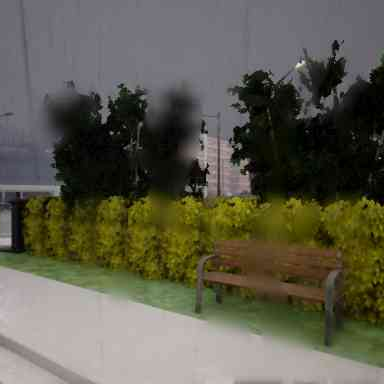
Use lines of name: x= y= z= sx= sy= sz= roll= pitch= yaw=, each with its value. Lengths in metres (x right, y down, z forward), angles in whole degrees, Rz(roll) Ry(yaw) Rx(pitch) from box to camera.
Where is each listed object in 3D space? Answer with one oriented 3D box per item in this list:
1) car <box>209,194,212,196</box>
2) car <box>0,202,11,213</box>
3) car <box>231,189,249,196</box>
car: x=1.927 y=0.843 z=62.260 sx=2.128 sy=1.511 sz=4.902 roll=0 pitch=1 yaw=35
car: x=-21.690 y=1.521 z=34.736 sx=2.033 sy=1.411 sz=5.357 roll=0 pitch=0 yaw=35
car: x=10.858 y=0.376 z=74.877 sx=2.150 sy=2.045 sz=5.566 roll=0 pitch=0 yaw=35
